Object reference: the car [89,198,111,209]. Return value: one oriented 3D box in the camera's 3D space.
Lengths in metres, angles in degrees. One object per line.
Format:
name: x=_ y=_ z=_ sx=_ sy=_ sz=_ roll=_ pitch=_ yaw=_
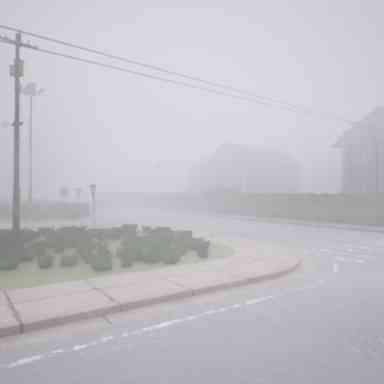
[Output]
car: x=-13.547 y=1.591 z=48.594 sx=1.882 sy=1.535 sz=5.008 roll=0 pitch=0 yaw=-36
